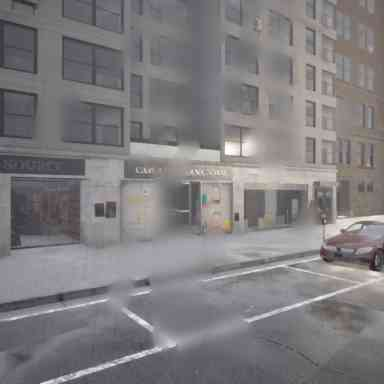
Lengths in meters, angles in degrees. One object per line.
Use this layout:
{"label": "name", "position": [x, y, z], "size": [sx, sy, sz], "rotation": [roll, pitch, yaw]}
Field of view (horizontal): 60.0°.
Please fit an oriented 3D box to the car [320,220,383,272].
{"label": "car", "position": [5.907, 1.582, 10.778], "size": [4.206, 1.307, 1.802], "rotation": [0, 0, -36]}
